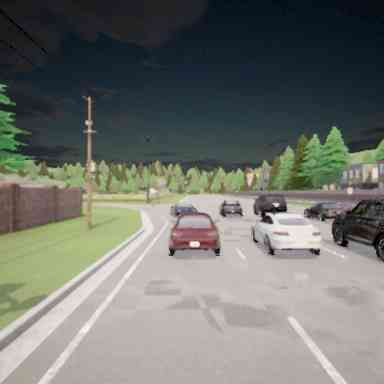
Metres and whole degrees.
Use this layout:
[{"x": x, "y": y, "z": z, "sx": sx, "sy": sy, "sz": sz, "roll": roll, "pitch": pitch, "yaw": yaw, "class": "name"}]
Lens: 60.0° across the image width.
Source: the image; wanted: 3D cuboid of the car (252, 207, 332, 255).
[{"x": 3.603, "y": 1.529, "z": 13.206, "sx": 1.812, "sy": 1.442, "sz": 4.674, "roll": 0, "pitch": 0, "yaw": 0, "class": "car"}]

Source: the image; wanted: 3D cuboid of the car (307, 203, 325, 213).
[{"x": 10.610, "y": 1.556, "z": 26.423, "sx": 2.033, "sy": 1.411, "sz": 5.357, "roll": 0, "pitch": 0, "yaw": 0, "class": "car"}]

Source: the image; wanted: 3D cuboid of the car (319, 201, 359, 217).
[{"x": 14.125, "y": 1.574, "z": 32.172, "sx": 1.994, "sy": 1.385, "sz": 4.181, "roll": 0, "pitch": 0, "yaw": 0, "class": "car"}]

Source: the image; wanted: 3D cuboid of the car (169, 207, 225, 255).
[{"x": 0.098, "y": 1.528, "z": 13.176, "sx": 1.812, "sy": 1.442, "sz": 4.674, "roll": 0, "pitch": 0, "yaw": 0, "class": "car"}]

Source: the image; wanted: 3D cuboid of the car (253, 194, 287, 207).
[{"x": 7.124, "y": 1.230, "z": 30.648, "sx": 2.150, "sy": 2.045, "sz": 5.566, "roll": 0, "pitch": 0, "yaw": 0, "class": "car"}]

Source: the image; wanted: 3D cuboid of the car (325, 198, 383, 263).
[{"x": 7.097, "y": 1.228, "z": 12.000, "sx": 2.150, "sy": 2.045, "sz": 5.566, "roll": 0, "pitch": 0, "yaw": 0, "class": "car"}]

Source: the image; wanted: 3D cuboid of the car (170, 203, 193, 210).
[{"x": -0.903, "y": 1.605, "z": 29.934, "sx": 1.895, "sy": 1.301, "sz": 4.718, "roll": 0, "pitch": 0, "yaw": -10, "class": "car"}]

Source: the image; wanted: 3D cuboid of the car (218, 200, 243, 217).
[{"x": 3.624, "y": 1.498, "z": 31.574, "sx": 2.128, "sy": 1.511, "sz": 4.902, "roll": 0, "pitch": 0, "yaw": 0, "class": "car"}]
